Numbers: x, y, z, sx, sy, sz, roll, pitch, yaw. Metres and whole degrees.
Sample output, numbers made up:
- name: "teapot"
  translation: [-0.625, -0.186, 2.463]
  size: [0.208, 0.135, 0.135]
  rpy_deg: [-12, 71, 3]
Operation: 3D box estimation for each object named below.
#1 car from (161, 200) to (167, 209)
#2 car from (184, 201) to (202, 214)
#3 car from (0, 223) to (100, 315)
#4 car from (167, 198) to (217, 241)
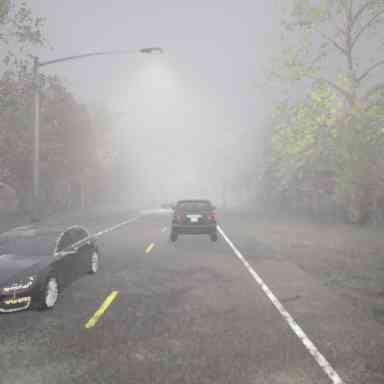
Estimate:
- name: "car"
  translation: [-3.569, 1.887, 50.182]
  size: [1.895, 1.301, 4.718]
  rpy_deg: [0, 0, 1]
- name: "car"
  translation: [0.088, 1.787, 38.845]
  size: [1.994, 1.385, 4.181]
  rpy_deg: [0, 0, 0]
- name: "car"
  translation: [-3.603, 1.554, 7.893]
  size: [1.837, 1.490, 4.892]
  rpy_deg: [0, 0, 0]
- name: "car"
  translation: [0.093, 1.328, 17.450]
  size: [2.150, 2.045, 5.566]
  rpy_deg: [0, 0, 0]
